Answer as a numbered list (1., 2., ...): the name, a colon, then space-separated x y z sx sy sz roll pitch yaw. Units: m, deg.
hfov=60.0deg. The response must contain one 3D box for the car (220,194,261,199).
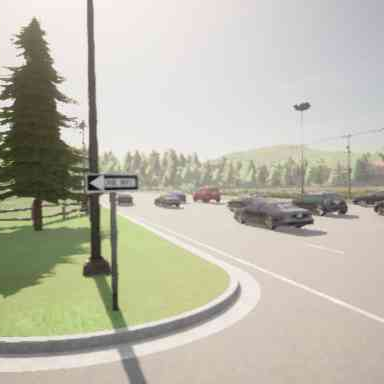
1. car: 4.531 0.928 26.768 2.128 1.511 4.902 -1 1 -20

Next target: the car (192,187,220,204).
1. car: 1.848 0.403 43.934 2.150 2.045 5.566 -1 1 -20

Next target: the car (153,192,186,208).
1. car: -2.809 0.946 36.427 2.033 1.411 5.357 -1 1 -20

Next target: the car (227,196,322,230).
1. car: 4.132 1.148 17.833 2.033 1.411 5.357 -1 1 -20

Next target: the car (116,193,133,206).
1. car: -8.850 0.878 42.597 1.882 1.535 5.008 -1 1 -20

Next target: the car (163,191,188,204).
1. car: -2.296 0.715 45.047 1.882 1.535 5.008 -1 1 -20

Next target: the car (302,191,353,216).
1. car: 9.093 0.743 24.540 2.097 1.767 4.553 -1 1 -20

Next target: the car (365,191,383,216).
1. car: 14.067 0.851 21.229 2.128 1.511 4.902 -1 1 -21

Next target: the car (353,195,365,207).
1. car: 17.657 0.601 30.883 5.008 1.535 1.882 0 1 29
